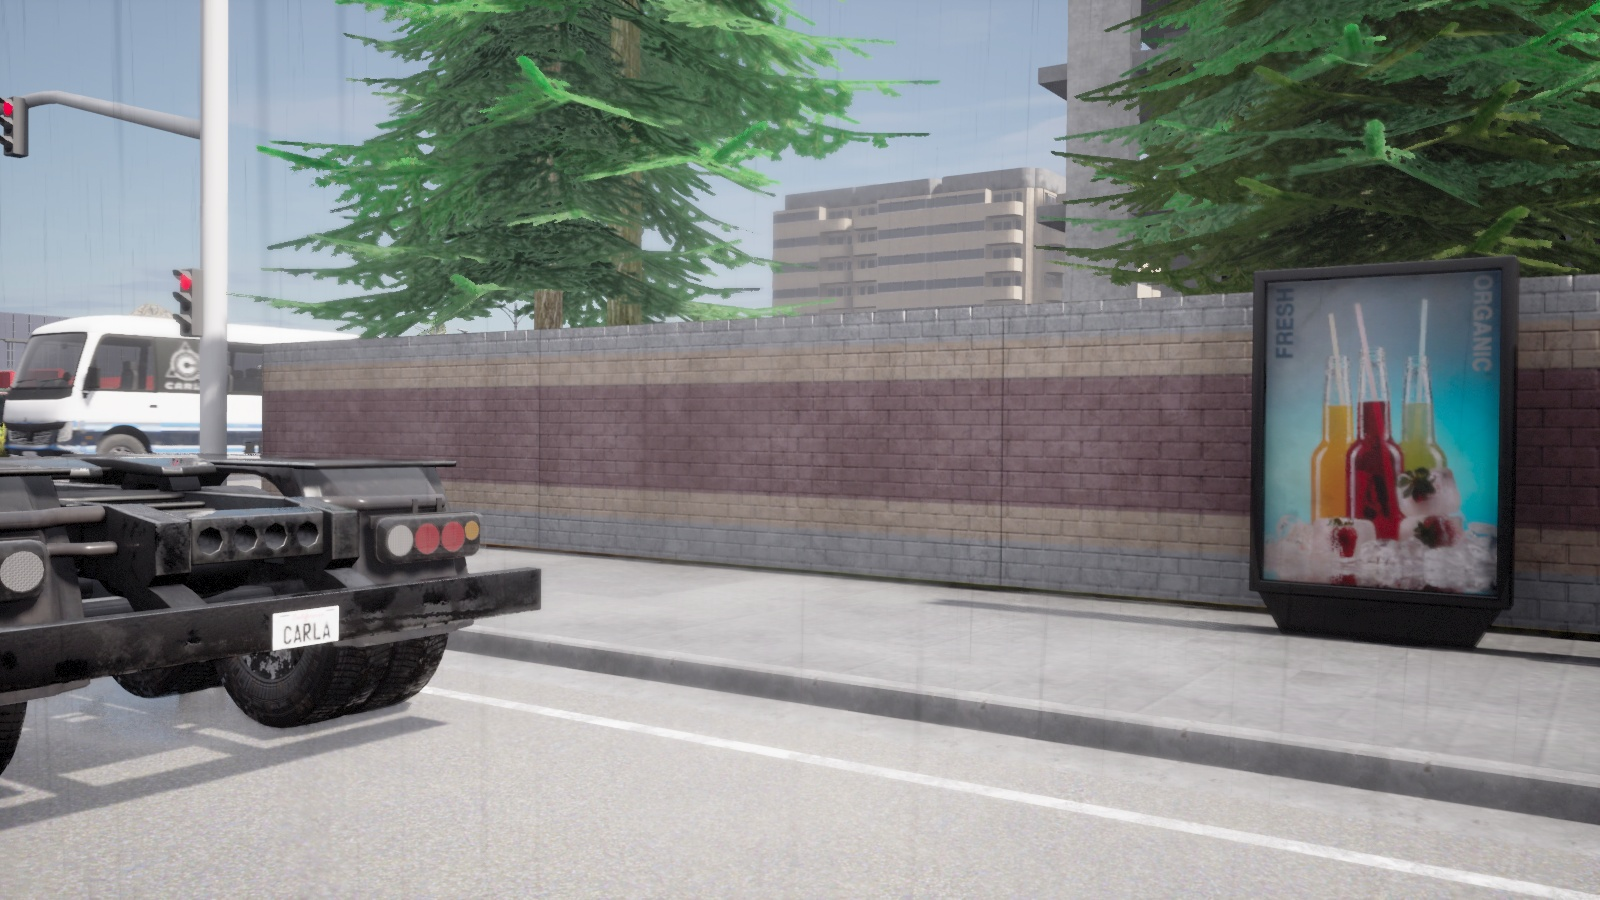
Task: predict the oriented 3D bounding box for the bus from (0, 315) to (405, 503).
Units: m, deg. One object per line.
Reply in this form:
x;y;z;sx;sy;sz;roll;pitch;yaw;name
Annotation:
-16.164;-1.017;33.876;3.944;4.253;10.273;0;1;33;bus

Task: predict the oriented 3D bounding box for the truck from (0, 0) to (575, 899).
-5.216;-0.300;7.067;7.936;3.462;2.891;0;1;34;truck
